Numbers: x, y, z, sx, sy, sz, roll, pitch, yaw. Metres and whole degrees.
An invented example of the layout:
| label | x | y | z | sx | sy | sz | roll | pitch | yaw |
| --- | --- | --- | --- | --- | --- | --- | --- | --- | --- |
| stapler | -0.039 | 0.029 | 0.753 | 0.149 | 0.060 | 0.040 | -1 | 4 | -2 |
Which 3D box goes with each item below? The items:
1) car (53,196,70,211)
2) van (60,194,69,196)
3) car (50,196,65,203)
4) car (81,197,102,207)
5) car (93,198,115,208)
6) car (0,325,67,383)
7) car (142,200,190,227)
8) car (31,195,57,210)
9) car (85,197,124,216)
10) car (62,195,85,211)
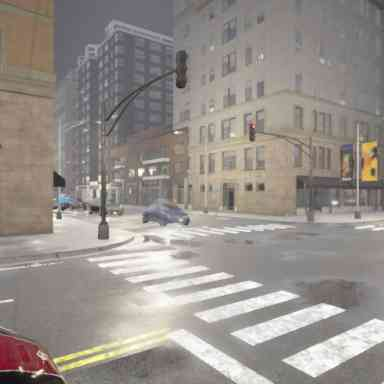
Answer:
| label | x | y | z | sx | sy | sz | roll | pitch | yaw |
| --- | --- | --- | --- | --- | --- | --- | --- | --- | --- |
| car | -16.051 | 1.517 | 38.494 | 1.947 | 1.339 | 4.313 | 0 | 0 | -35 |
| van | -25.192 | 1.328 | 65.405 | 1.690 | 1.788 | 3.998 | 0 | 0 | -35 |
| car | -28.333 | 1.557 | 69.863 | 1.947 | 1.339 | 4.313 | 0 | 0 | -35 |
| car | -15.868 | 1.503 | 52.168 | 1.752 | 1.417 | 4.829 | 0 | 0 | -35 |
| car | -12.629 | 1.559 | 47.571 | 1.802 | 1.307 | 4.206 | 0 | 0 | -35 |
| car | -2.844 | 1.352 | 1.441 | 4.553 | 1.767 | 2.097 | 0 | 0 | -36 |
| car | -1.898 | 1.501 | 22.561 | 1.812 | 1.442 | 4.674 | 0 | 0 | -32 |
| car | -19.190 | 1.266 | 42.953 | 2.192 | 1.841 | 5.009 | 0 | 0 | -35 |
| car | -8.252 | 1.316 | 31.843 | 2.097 | 1.767 | 4.553 | 0 | 0 | -35 |
| car | -14.169 | 1.464 | 40.243 | 1.837 | 1.490 | 4.892 | 0 | 0 | -35 |
